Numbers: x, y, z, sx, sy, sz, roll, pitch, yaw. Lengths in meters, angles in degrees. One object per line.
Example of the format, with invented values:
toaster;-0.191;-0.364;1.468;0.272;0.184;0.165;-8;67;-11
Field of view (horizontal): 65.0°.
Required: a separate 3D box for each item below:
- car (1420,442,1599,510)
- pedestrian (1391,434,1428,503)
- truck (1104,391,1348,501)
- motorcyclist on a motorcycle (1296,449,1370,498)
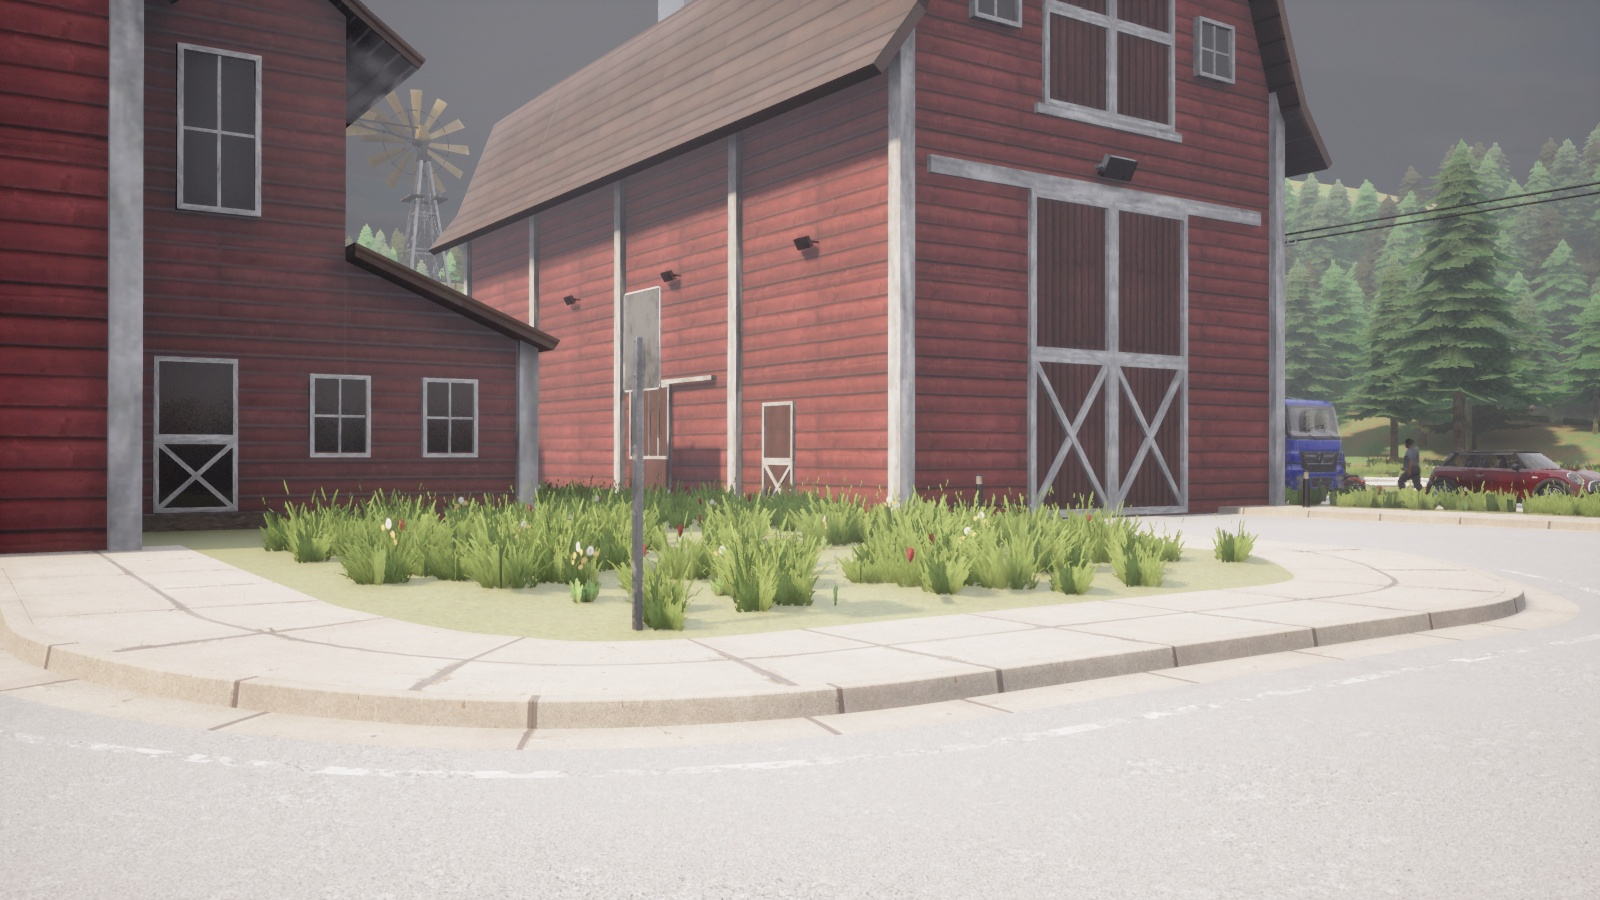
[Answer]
car;20.188;0.691;35.237;2.097;1.767;4.553;0;0;-34
pedestrian;16.343;0.493;33.685;0.540;1.848;0.694;0;0;-33
truck;14.570;-0.108;43.665;2.891;3.462;7.936;0;0;-34
motorcyclist on a motorcycle;18.613;0.815;43.909;0.766;1.649;2.350;0;0;-34
